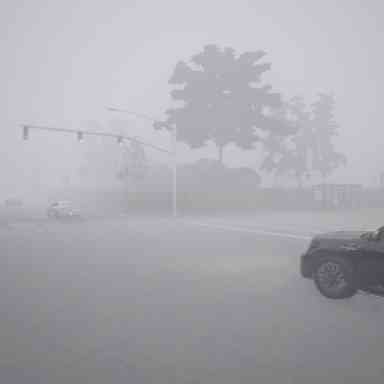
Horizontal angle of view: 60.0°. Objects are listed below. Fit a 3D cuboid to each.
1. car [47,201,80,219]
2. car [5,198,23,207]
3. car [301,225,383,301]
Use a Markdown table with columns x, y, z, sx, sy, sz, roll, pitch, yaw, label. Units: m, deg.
| x | y | z | sx | sy | sz | roll | pitch | yaw | label |
| --- | --- | --- | --- | --- | --- | --- | --- | --- | --- |
| -10.977 | 1.486 | 28.387 | 1.812 | 1.442 | 4.674 | 0 | 0 | -36 | car |
| -27.348 | 1.554 | 50.998 | 1.895 | 1.301 | 4.718 | 0 | 0 | -36 | car |
| 4.718 | 1.252 | 5.954 | 2.150 | 2.045 | 5.566 | 0 | 0 | -35 | car |
